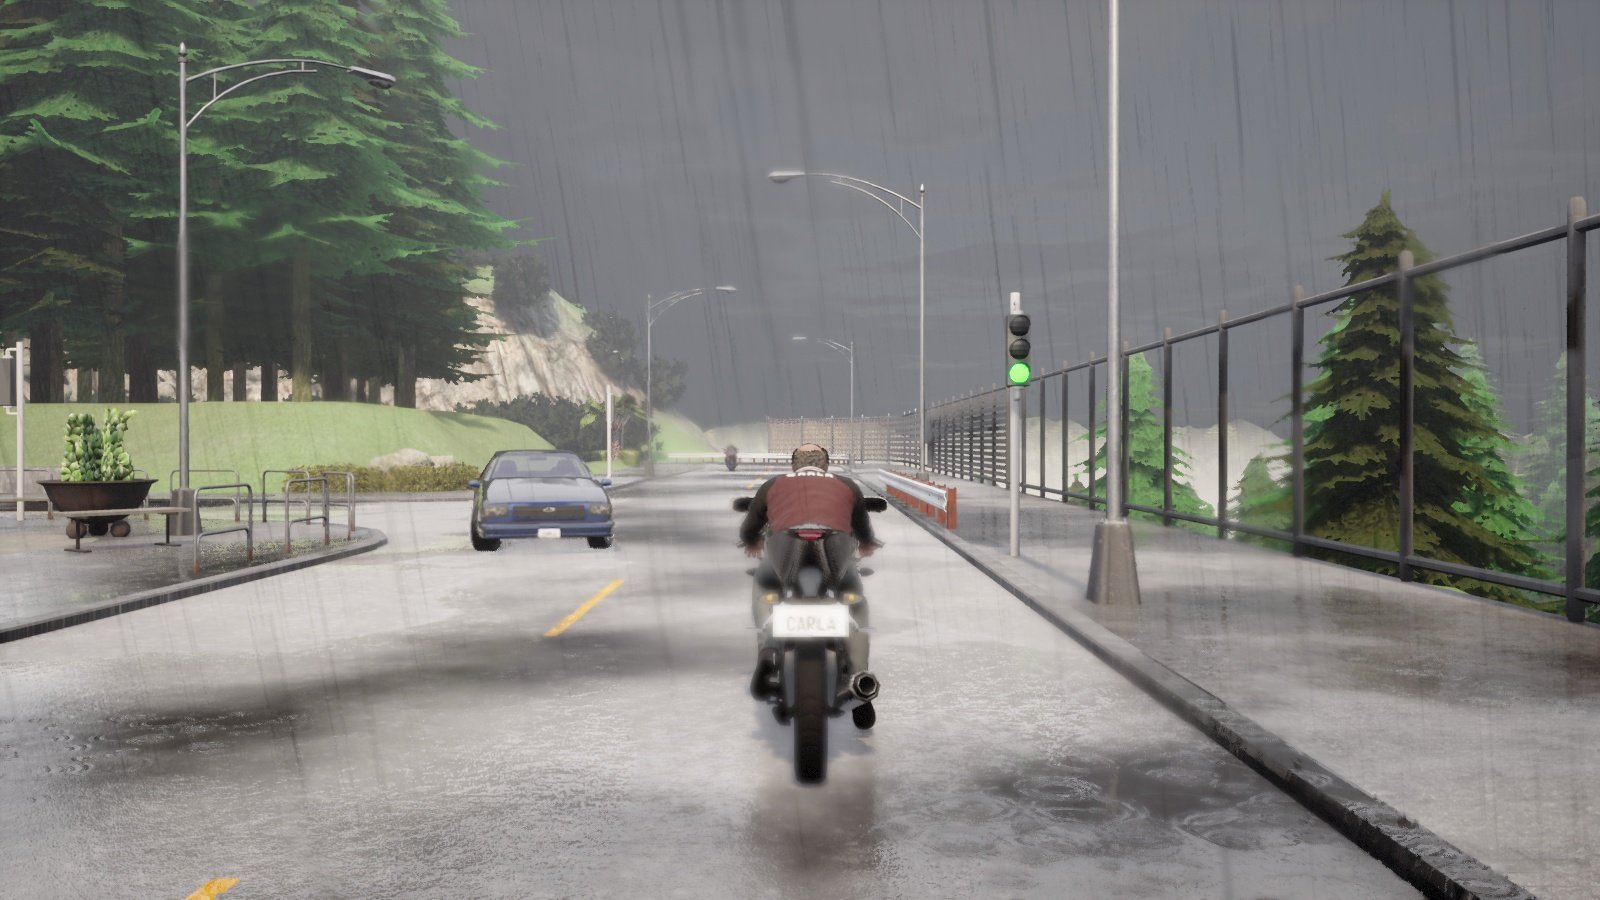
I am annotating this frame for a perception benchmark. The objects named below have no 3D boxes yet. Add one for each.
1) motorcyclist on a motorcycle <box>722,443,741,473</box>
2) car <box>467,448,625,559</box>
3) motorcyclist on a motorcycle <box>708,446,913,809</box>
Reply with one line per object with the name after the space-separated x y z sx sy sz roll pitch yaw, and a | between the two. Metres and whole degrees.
-3.598 0.406 66.041 0.866 1.530 2.191 0 0 1 | motorcyclist on a motorcycle
-3.988 0.684 18.986 2.033 1.411 5.357 0 0 -15 | car
0.051 0.745 6.393 0.866 1.530 2.191 0 0 0 | motorcyclist on a motorcycle
